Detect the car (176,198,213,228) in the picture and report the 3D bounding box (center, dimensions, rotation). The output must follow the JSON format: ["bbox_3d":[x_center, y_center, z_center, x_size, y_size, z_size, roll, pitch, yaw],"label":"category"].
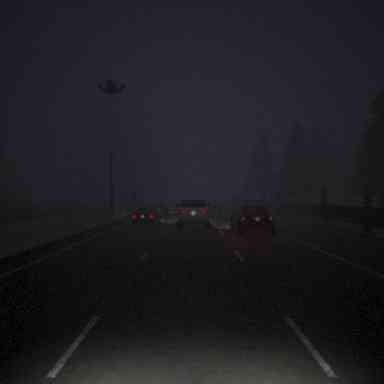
[{"bbox_3d":[0.087,1.438,24.089,2.150,2.045,5.566,0,0,0],"label":"car"}]

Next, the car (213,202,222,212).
[{"bbox_3d":[2.835,2.012,46.048,1.895,1.301,4.718,0,-1,-7],"label":"car"}]

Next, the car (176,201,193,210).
[{"bbox_3d":[-1.280,2.069,52.364,1.895,1.301,4.718,0,-1,-10],"label":"car"}]

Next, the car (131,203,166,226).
[{"bbox_3d":[-3.405,1.776,25.442,2.033,1.411,5.357,0,-1,0],"label":"car"}]

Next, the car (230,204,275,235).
[{"bbox_3d":[3.589,1.533,20.366,2.097,1.767,4.553,0,-1,0],"label":"car"}]

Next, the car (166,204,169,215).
[{"bbox_3d":[-3.693,1.913,38.828,1.994,1.385,4.181,0,0,-3],"label":"car"}]
